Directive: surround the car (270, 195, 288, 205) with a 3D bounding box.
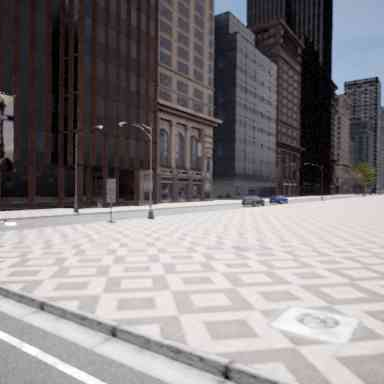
[{"bbox_3d":[14.630,1.273,56.002,1.882,1.535,5.008,1,1,35],"label":"car"}]

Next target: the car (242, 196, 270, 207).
[{"bbox_3d":[8.855,1.331,47.753,2.128,1.511,4.902,1,1,36],"label":"car"}]
